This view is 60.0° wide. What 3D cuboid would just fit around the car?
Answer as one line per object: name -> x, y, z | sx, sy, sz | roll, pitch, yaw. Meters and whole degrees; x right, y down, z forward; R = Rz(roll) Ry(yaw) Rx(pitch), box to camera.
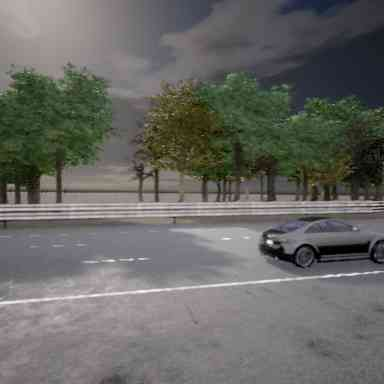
car -> 4.272, 1.494, 10.657 | 4.181, 1.385, 1.994 | 0, 0, -16
